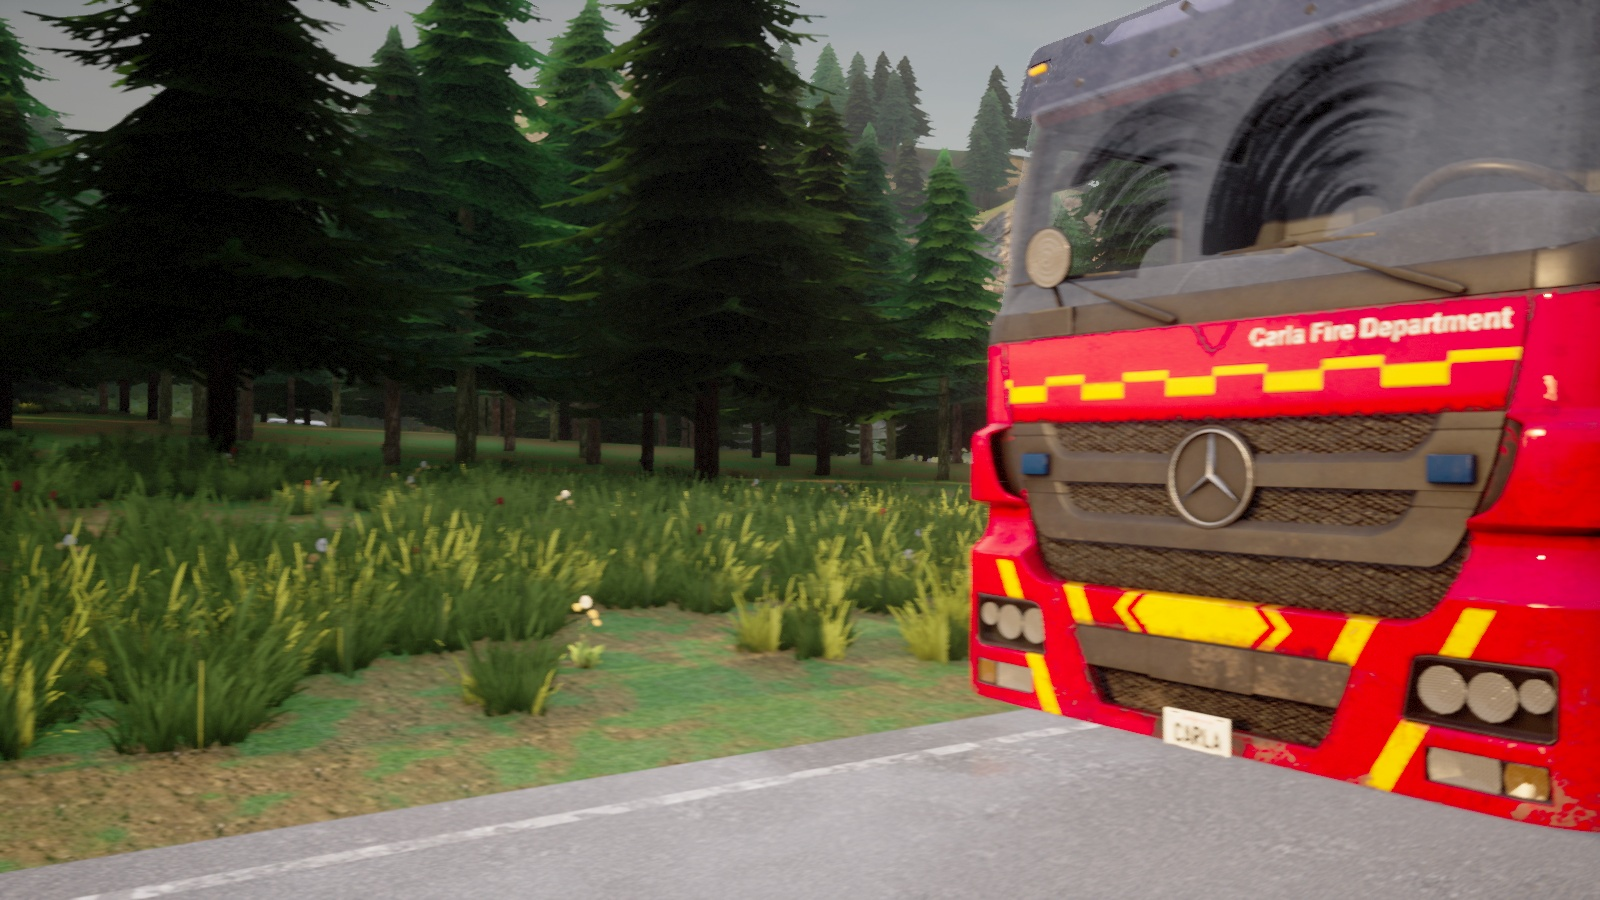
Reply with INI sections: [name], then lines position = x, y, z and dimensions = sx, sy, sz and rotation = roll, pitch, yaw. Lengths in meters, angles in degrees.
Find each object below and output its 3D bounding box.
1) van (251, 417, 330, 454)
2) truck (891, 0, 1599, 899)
[van]
position = -34.312, -0.939, 84.558
dimensions = 4.480, 2.038, 2.069
rotation = 5, -4, -33
[truck]
position = 4.721, -0.414, 6.951
dimensions = 8.468, 3.827, 2.891
rotation = 0, 0, -35
